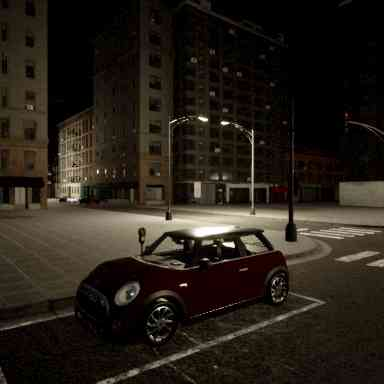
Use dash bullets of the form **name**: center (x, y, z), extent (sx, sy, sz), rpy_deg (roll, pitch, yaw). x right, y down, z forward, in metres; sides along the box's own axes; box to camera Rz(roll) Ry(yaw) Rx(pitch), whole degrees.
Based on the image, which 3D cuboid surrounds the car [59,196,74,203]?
- **car**: center (-22.162, 1.273, 59.253), extent (1.895, 1.301, 4.718), rpy_deg (0, 0, -39)

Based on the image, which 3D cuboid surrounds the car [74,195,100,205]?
- **car**: center (-15.838, 1.219, 51.154), extent (2.128, 1.511, 4.902), rpy_deg (0, 0, -38)

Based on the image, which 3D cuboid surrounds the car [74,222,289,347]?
- **car**: center (-0.043, 1.440, 6.273), extent (4.097, 1.590, 1.967), rpy_deg (0, 0, -38)
